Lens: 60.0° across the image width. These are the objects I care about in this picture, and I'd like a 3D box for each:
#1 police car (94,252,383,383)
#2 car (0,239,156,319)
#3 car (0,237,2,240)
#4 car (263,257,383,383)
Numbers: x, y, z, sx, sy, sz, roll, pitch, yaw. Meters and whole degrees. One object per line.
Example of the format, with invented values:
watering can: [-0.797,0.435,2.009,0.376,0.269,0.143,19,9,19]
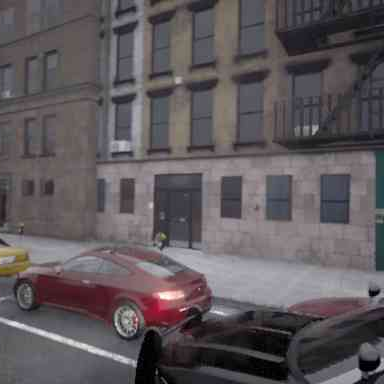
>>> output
police car: [1.914,1.534,2.445,5.238,1.638,1.930,0,-2,29]
car: [-1.652,1.720,6.532,4.206,1.307,1.802,0,-2,29]
car: [-6.605,1.636,9.329,4.829,1.417,1.752,0,-2,29]
car: [3.153,1.749,3.820,4.206,1.307,1.802,0,-2,29]
